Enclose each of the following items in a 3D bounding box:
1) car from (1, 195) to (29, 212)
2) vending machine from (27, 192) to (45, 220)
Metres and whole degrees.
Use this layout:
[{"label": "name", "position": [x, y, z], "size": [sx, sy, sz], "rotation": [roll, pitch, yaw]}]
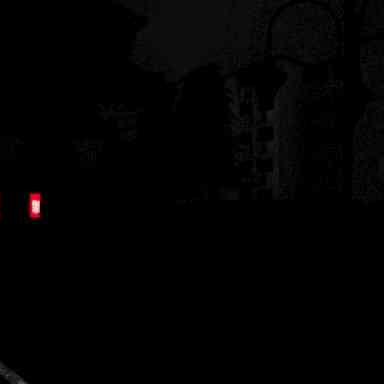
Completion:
[{"label": "car", "position": [-18.806, 1.146, 36.371], "size": [2.097, 1.767, 4.553], "rotation": [1, 0, -2]}, {"label": "vending machine", "position": [-12.190, 1.062, 26.008], "size": [1.100, 2.100, 0.880], "rotation": [1, 0, -16]}]
